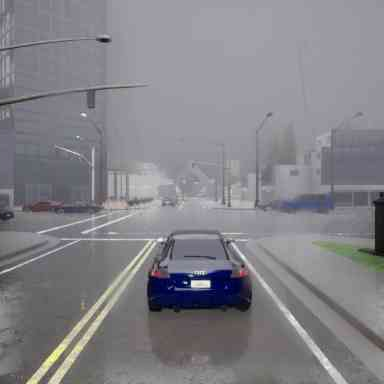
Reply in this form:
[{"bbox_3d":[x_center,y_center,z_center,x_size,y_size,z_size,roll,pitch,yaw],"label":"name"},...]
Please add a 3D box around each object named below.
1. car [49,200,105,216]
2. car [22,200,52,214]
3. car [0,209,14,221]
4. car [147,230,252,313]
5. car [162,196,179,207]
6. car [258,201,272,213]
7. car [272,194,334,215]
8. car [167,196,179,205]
[{"bbox_3d":[-11.332,1.659,33.424,4.718,1.301,1.895,-1,0,0],"label":"car"},{"bbox_3d":[-16.294,1.635,36.886,4.674,1.442,1.812,-1,0,0],"label":"car"},{"bbox_3d":[-16.385,1.672,26.190,4.181,1.385,1.994,-1,0,0],"label":"car"},{"bbox_3d":[0.091,1.564,7.774,1.994,1.385,4.181,0,0,-2],"label":"car"},{"bbox_3d":[-3.565,1.491,51.251,2.128,1.511,4.902,0,0,0],"label":"car"},{"bbox_3d":[9.831,1.506,37.081,4.892,1.490,1.837,0,0,0],"label":"car"},{"bbox_3d":[11.407,1.217,33.593,5.566,2.045,2.150,0,0,0],"label":"car"},{"bbox_3d":[-3.515,1.505,61.651,1.837,1.490,4.892,0,0,1],"label":"car"}]
